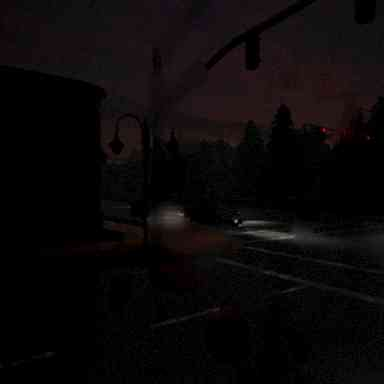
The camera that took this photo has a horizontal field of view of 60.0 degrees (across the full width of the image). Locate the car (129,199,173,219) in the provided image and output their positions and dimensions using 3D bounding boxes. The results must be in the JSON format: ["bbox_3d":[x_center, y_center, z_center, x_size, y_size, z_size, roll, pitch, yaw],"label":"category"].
[{"bbox_3d":[-3.860,1.569,29.365,1.994,1.385,4.181,0,0,-35],"label":"car"}]

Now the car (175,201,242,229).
[{"bbox_3d":[1.245,1.497,22.062,2.128,1.511,4.902,0,0,-35],"label":"car"}]

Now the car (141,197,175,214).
[{"bbox_3d":[-3.253,1.570,34.621,1.994,1.385,4.181,0,0,-35],"label":"car"}]

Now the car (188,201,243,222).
[{"bbox_3d":[1.833,1.511,27.325,1.837,1.490,4.892,0,0,-35],"label":"car"}]

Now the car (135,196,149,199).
[{"bbox_3d":[-7.061,1.360,46.459,2.097,1.767,4.553,0,0,-35],"label":"car"}]
